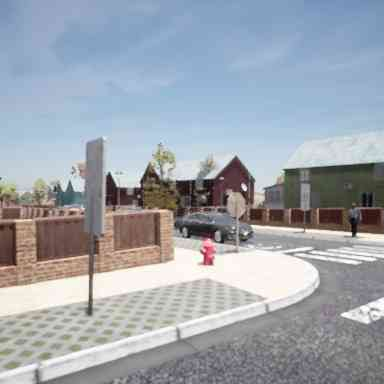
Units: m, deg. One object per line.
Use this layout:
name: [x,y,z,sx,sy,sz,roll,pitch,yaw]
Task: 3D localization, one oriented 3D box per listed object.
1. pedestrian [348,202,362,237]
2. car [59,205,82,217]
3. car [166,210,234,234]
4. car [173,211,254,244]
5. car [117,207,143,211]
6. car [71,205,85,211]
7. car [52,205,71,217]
pedestrian: [8.553,1.453,17.582,0.375,1.860,0.375,-1,0,-36]
car: [-18.075,2.755,49.444,2.097,1.767,4.553,1,-3,-36]
car: [0.401,2.076,23.969,2.033,1.411,5.357,1,-2,-37]
car: [1.144,1.821,17.780,1.837,1.490,4.892,1,-2,-35]
car: [-4.575,1.940,25.737,2.097,1.767,4.553,1,-2,-36]
car: [-10.379,2.342,33.771,1.882,1.535,5.008,1,-2,-35]
car: [-16.459,2.661,42.251,1.837,1.490,4.892,1,-2,-35]
